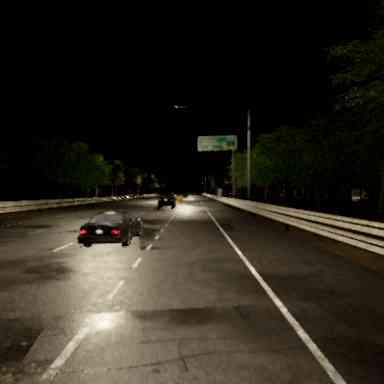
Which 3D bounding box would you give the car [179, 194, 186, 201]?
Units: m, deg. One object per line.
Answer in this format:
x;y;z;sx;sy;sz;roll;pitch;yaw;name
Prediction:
-3.234;1.430;82.845;1.882;1.535;5.008;0;0;0;car

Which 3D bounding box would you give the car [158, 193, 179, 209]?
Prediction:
-3.397;1.208;45.696;2.150;2.045;5.566;0;0;0;car

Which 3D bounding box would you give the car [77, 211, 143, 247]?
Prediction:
-3.491;1.550;15.033;2.033;1.411;5.357;0;0;0;car
